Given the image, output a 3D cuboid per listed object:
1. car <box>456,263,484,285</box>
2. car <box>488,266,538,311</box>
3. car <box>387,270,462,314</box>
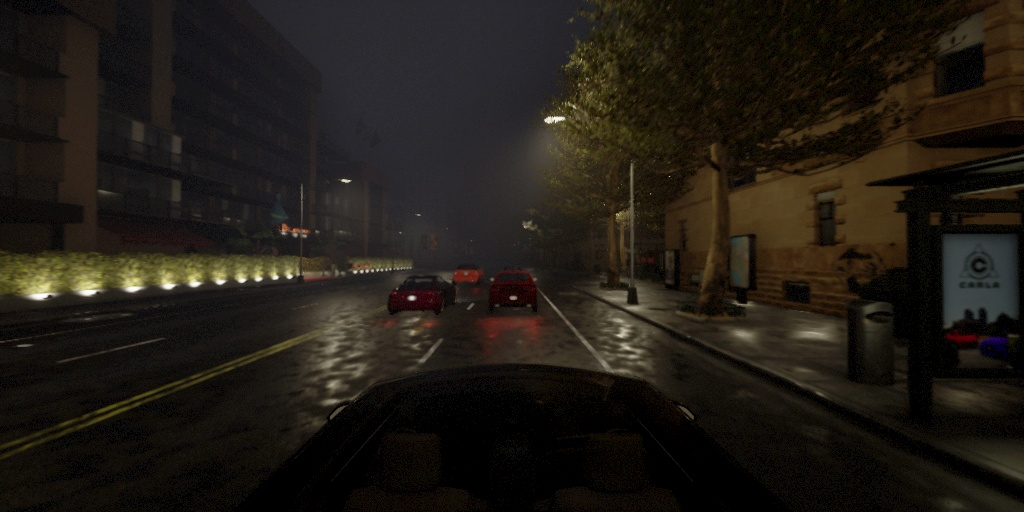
[{"bbox_3d":[-3.442,1.375,29.067,2.097,1.767,4.553,0,-1,1],"label":"car"},{"bbox_3d":[0.061,1.363,15.315,1.882,1.535,5.008,0,0,0],"label":"car"},{"bbox_3d":[-3.443,1.442,14.413,1.994,1.385,4.181,0,0,1],"label":"car"}]
